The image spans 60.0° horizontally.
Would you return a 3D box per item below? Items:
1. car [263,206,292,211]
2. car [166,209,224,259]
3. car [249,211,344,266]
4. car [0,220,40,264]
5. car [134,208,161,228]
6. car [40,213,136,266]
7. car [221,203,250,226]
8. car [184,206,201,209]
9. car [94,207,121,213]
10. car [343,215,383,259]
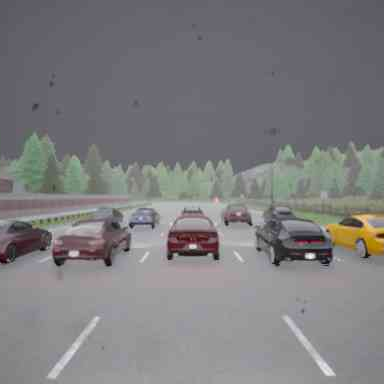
[{"bbox_3d":[7.045,1.889,27.317,1.837,1.490,4.892,0,0,1],"label":"car"},{"bbox_3d":[0.053,1.667,13.445,1.882,1.535,5.008,0,-1,0],"label":"car"},{"bbox_3d":[3.545,1.680,12.324,1.837,1.490,4.892,0,0,1],"label":"car"},{"bbox_3d":[-6.954,1.742,12.510,1.994,1.385,4.181,0,-1,1],"label":"car"},{"bbox_3d":[-3.479,1.901,25.114,2.033,1.411,5.357,0,-1,0],"label":"car"},{"bbox_3d":[-3.456,1.698,12.108,1.812,1.442,4.674,0,-1,1],"label":"car"},{"bbox_3d":[3.546,1.733,27.202,2.097,1.767,4.553,0,-1,1],"label":"car"},{"bbox_3d":[0.045,1.875,27.291,2.128,1.511,4.902,0,-1,1],"label":"car"},{"bbox_3d":[-6.952,1.951,27.408,1.994,1.385,4.181,0,-1,1],"label":"car"},{"bbox_3d":[7.053,1.667,13.445,1.882,1.535,5.008,0,-1,0],"label":"car"}]
